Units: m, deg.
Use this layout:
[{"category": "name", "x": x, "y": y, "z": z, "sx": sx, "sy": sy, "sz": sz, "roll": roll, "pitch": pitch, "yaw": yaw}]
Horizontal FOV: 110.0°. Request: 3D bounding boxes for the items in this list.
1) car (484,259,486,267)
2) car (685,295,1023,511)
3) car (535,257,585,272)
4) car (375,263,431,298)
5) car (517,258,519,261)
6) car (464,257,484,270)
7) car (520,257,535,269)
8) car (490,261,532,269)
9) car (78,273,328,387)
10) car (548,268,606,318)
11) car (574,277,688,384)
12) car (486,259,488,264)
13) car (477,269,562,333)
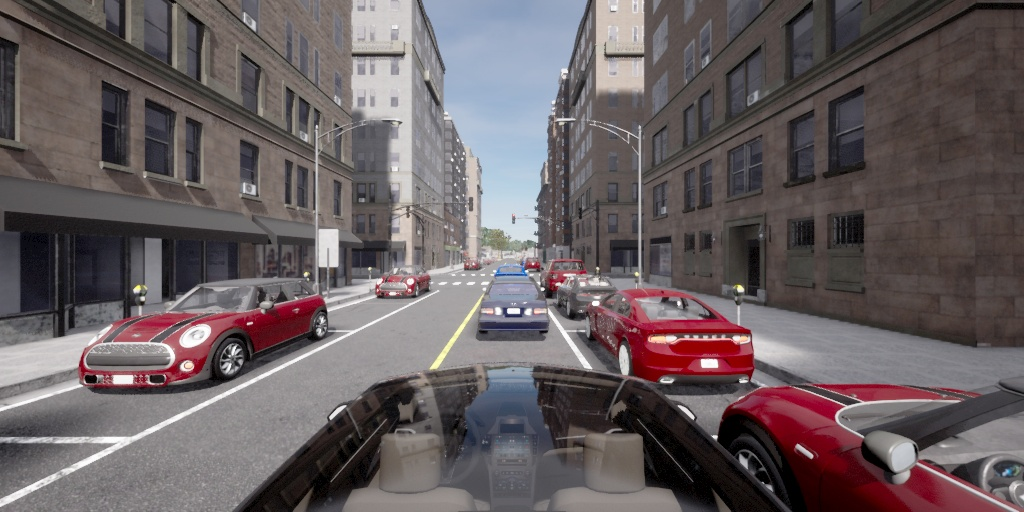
[{"category": "car", "x": -5.627, "y": 1.312, "z": 56.396, "sx": 1.948, "sy": 1.339, "sz": 4.313, "roll": 0, "pitch": 0, "yaw": 0}, {"category": "car", "x": 2.642, "y": 1.190, "z": 1.319, "sx": 1.967, "sy": 1.591, "sz": 4.097, "roll": 0, "pitch": 0, "yaw": 0}, {"category": "car", "x": 2.575, "y": 1.064, "z": 18.365, "sx": 2.192, "sy": 1.841, "sz": 5.009, "roll": 0, "pitch": 0, "yaw": 0}, {"category": "car", "x": -5.450, "y": 1.189, "z": 18.333, "sx": 1.967, "sy": 1.591, "sz": 4.097, "roll": 0, "pitch": 0, "yaw": 0}, {"category": "car", "x": 2.455, "y": 1.060, "z": 61.933, "sx": 2.192, "sy": 1.841, "sz": 5.009, "roll": 0, "pitch": 0, "yaw": 0}, {"category": "car", "x": -5.608, "y": 1.061, "z": 50.892, "sx": 2.192, "sy": 1.841, "sz": 5.009, "roll": 0, "pitch": 0, "yaw": 0}, {"category": "car", "x": 2.533, "y": 1.062, "z": 45.421, "sx": 2.192, "sy": 1.841, "sz": 5.009, "roll": 0, "pitch": 0, "yaw": 0}, {"category": "car", "x": -0.070, "y": 1.227, "z": 20.475, "sx": 1.882, "sy": 1.535, "sz": 5.008, "roll": 0, "pitch": 0, "yaw": 0}, {"category": "car", "x": -5.405, "y": 1.190, "z": 6.969, "sx": 1.967, "sy": 1.591, "sz": 4.097, "roll": 0, "pitch": 0, "yaw": 0}, {"category": "car", "x": 2.597, "y": 1.300, "z": 12.683, "sx": 2.007, "sy": 1.370, "sz": 4.403, "roll": 0, "pitch": 0, "yaw": 0}, {"category": "car", "x": 2.620, "y": 1.295, "z": 7.001, "sx": 1.888, "sy": 1.381, "sz": 4.507, "roll": 0, "pitch": 0, "yaw": 0}, {"category": "car", "x": -5.646, "y": 1.296, "z": 61.900, "sx": 2.007, "sy": 1.370, "sz": 4.403, "roll": 0, "pitch": 0, "yaw": 0}, {"category": "car", "x": 0.044, "y": 1.297, "z": 10.656, "sx": 2.033, "sy": 1.411, "sz": 5.357, "roll": 0, "pitch": 0, "yaw": 0}]
